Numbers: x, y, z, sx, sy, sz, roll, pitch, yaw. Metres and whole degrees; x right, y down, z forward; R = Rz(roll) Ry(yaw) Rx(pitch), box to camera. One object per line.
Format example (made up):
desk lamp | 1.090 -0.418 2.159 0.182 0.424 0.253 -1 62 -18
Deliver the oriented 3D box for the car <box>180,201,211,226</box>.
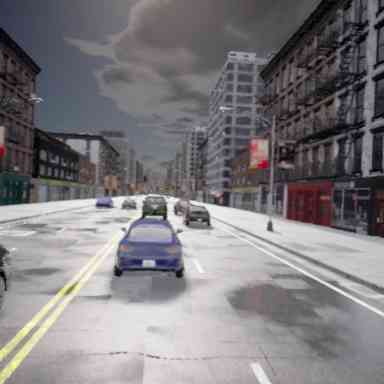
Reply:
car | 0.321 1.761 25.973 1.837 1.490 4.892 3 -1 -6

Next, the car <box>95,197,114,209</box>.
car | -11.545 1.393 44.190 1.882 1.535 5.008 3 0 -6

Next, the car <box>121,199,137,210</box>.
car | -8.315 1.606 44.469 2.033 1.411 5.357 3 -1 -6

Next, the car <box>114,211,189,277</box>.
car | -1.265 1.568 10.312 1.812 1.442 4.674 3 -1 -6

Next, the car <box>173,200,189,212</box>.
car | -1.038 1.670 38.728 2.097 1.767 4.553 3 -1 -5

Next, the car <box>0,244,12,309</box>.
car | -4.094 1.354 4.269 2.128 1.511 4.902 3 -1 -6

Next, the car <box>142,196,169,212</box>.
car | -3.215 1.353 28.966 2.150 2.045 5.566 3 -1 -6
